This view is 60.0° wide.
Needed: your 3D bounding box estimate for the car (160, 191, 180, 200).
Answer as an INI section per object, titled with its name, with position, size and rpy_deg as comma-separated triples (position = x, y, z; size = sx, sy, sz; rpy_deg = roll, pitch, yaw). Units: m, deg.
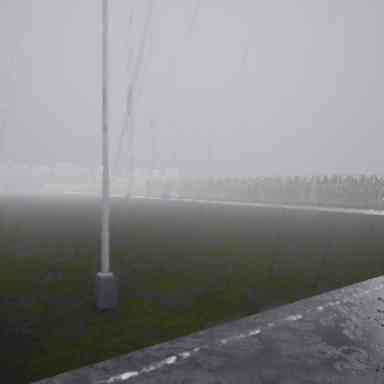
[car]
position = -4.058, 0.563, 60.353
size = 2.128, 1.511, 4.902
rpy_deg = 1, 1, -36
